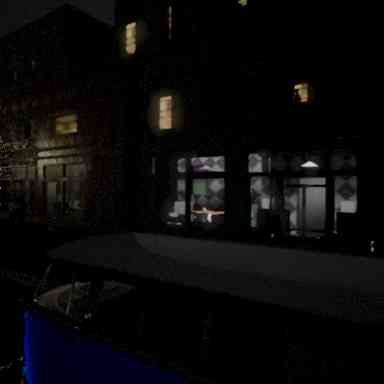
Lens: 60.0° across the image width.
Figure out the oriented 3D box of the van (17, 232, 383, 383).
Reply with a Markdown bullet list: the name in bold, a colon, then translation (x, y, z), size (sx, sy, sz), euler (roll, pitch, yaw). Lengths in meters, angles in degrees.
- **van**: translation (0.222, 1.333, 2.711), size (3.998, 1.788, 1.690), euler (0, 1, 36)
